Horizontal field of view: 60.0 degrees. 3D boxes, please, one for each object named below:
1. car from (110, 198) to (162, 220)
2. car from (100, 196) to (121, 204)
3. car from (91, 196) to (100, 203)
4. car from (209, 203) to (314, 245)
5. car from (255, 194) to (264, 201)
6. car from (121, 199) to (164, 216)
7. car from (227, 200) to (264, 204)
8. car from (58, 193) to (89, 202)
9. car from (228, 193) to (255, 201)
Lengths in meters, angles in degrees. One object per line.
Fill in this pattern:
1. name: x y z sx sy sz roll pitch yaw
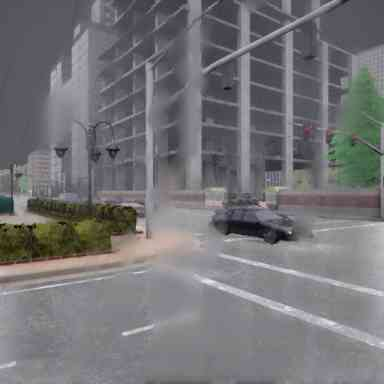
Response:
1. car: -4.575 1.470 26.417 1.812 1.442 4.674 0 0 -36
2. car: -13.340 1.436 56.692 2.128 1.511 4.902 0 0 -36
3. car: -19.444 1.436 65.103 2.128 1.511 4.902 0 0 -36
4. car: 3.045 1.509 15.934 2.033 1.411 5.357 0 1 -36
5. car: 9.485 1.114 52.365 1.905 1.878 3.866 0 0 -36
6. car: -5.011 1.492 32.976 2.033 1.411 5.357 0 0 -36
7. car: 3.595 1.493 21.218 2.033 1.411 5.357 0 0 -37
8. car: -14.659 1.160 40.312 2.150 2.045 5.566 0 1 -36
9. car: 7.095 1.114 50.650 1.905 1.878 3.866 0 0 -36
